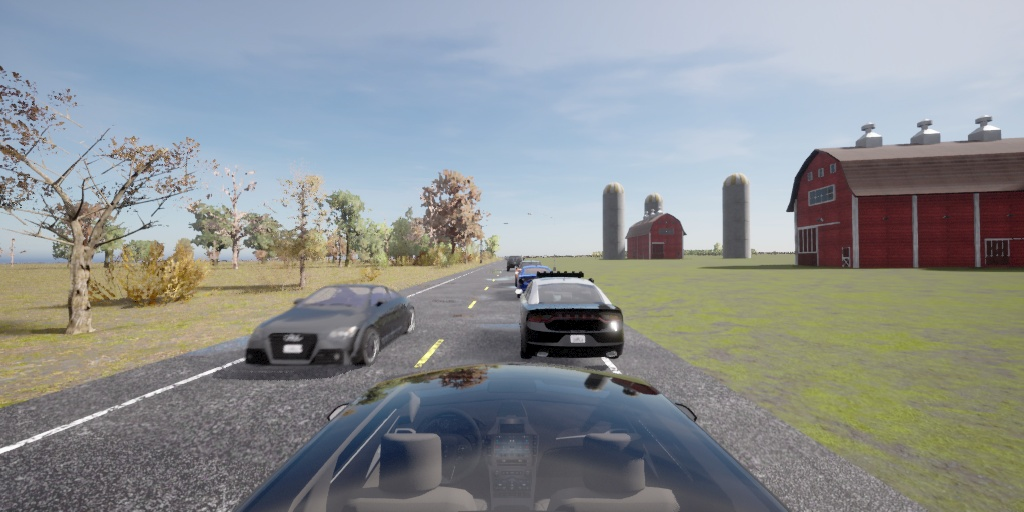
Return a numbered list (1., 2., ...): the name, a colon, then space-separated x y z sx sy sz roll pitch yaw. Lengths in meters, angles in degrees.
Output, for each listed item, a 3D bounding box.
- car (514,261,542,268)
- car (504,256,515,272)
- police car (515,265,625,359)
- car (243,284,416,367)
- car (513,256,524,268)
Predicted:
1. car: 1.204 1.228 18.446 1.882 1.535 5.008 0 0 0
2. car: 0.431 0.962 47.358 2.150 2.045 5.566 0 0 1
3. police car: 1.119 1.176 8.556 1.930 1.638 5.238 0 0 0
4. car: -3.536 1.315 7.799 1.994 1.385 4.181 0 0 1
5. car: 1.254 1.100 24.416 2.097 1.767 4.553 0 0 0
